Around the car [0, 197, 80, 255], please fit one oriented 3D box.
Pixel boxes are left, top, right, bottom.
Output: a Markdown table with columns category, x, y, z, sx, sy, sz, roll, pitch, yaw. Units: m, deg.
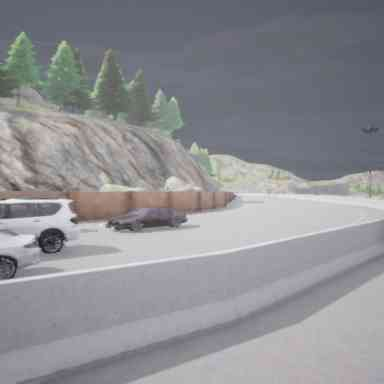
| category | x | y | z | sx | sy | sz | roll | pitch | yaw |
| --- | --- | --- | --- | --- | --- | --- | --- | --- | --- |
| car | -6.970 | 1.283 | 12.069 | 5.566 | 2.045 | 2.150 | 0 | 0 | -38 |

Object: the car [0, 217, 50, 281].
| category | x | y | z | sx | sy | sz | roll | pitch | yaw |
| --- | --- | --- | --- | --- | --- | --- | --- | --- | --- |
| car | -6.304 | 1.576 | 8.261 | 4.674 | 1.442 | 1.812 | 0 | 0 | -37 |

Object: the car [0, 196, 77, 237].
| category | x | y | z | sx | sy | sz | roll | pitch | yaw |
| --- | --- | --- | --- | --- | --- | --- | --- | --- | --- |
| car | -9.670 | 1.310 | 18.818 | 5.566 | 2.045 | 2.150 | 0 | 0 | -40 |

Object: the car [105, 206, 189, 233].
| category | x | y | z | sx | sy | sz | roll | pitch | yaw |
| --- | --- | --- | --- | --- | --- | --- | --- | --- | --- |
| car | -2.587 | 1.602 | 20.549 | 2.033 | 1.411 | 5.357 | 0 | 0 | 44 |
